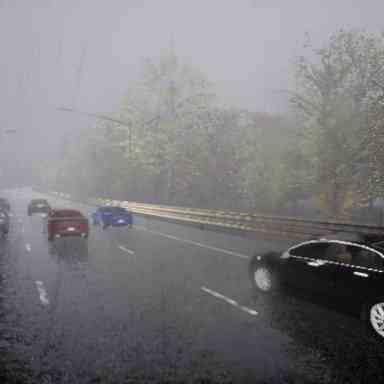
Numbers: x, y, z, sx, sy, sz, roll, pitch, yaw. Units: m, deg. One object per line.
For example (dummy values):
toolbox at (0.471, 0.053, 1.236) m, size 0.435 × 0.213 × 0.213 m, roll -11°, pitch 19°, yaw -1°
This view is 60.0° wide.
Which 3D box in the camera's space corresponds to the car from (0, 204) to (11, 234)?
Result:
car at (-11.776, 1.631, 19.493) m, size 2.033 × 1.411 × 5.357 m, roll 1°, pitch 0°, yaw -28°

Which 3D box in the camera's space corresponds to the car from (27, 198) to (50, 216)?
car at (-15.866, 1.428, 34.409) m, size 2.097 × 1.767 × 4.553 m, roll 1°, pitch 0°, yaw -28°

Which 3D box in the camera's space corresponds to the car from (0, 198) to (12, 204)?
car at (-21.701, 1.476, 37.792) m, size 1.837 × 1.490 × 4.892 m, roll 1°, pitch 0°, yaw -28°

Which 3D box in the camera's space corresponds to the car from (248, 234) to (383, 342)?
car at (3.118, 1.615, 6.764) m, size 1.837 × 1.490 × 4.892 m, roll 1°, pitch -1°, yaw -28°

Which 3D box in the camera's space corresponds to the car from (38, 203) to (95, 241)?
car at (-6.861, 1.604, 17.814) m, size 1.882 × 1.535 × 5.008 m, roll 1°, pitch -1°, yaw -28°

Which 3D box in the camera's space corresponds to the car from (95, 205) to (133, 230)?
car at (-5.584, 1.658, 22.797) m, size 1.882 × 1.535 × 5.008 m, roll 1°, pitch 0°, yaw -28°
